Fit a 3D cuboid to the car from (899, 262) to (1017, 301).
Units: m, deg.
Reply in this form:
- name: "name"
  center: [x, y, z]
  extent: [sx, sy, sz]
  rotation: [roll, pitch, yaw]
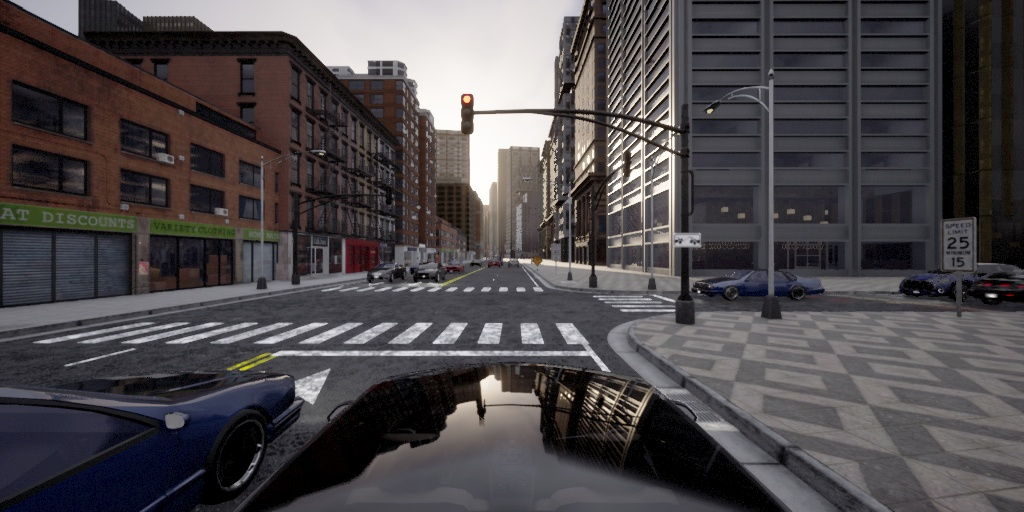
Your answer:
- name: "car"
  center: [21.330, 1.119, 16.907]
  extent: [4.553, 1.767, 2.097]
  rotation: [0, 0, 1]

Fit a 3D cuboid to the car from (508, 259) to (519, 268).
- name: "car"
  center: [0.295, 1.204, 61.235]
  extent: [2.128, 1.511, 4.902]
  rotation: [0, 0, 0]

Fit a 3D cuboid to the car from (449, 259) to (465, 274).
- name: "car"
  center: [-6.474, 1.333, 40.465]
  extent: [1.895, 1.301, 4.718]
  rotation: [0, 0, 0]

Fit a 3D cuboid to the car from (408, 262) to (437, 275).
- name: "car"
  center: [-9.729, 1.335, 39.191]
  extent: [1.895, 1.301, 4.718]
  rotation: [0, 0, 1]

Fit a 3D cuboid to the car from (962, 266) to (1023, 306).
- name: "car"
  center: [20.787, 1.268, 13.719]
  extent: [4.892, 1.490, 1.837]
  rotation: [0, 0, 1]

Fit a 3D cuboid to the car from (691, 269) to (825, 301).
- name: "car"
  center: [11.521, 1.310, 16.978]
  extent: [5.357, 1.411, 2.033]
  rotation: [0, 0, 1]

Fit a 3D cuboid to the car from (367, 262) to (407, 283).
- name: "car"
  center: [-9.763, 1.236, 28.277]
  extent: [2.128, 1.511, 4.902]
  rotation: [0, 0, 0]

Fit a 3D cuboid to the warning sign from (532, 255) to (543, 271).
- name: "warning sign"
  center: [2.982, 0.846, 42.117]
  extent: [1.300, 1.860, 1.060]
  rotation: [0, 0, 0]

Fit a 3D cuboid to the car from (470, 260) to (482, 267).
- name: "car"
  center: [-6.307, 1.312, 63.064]
  extent: [1.895, 1.301, 4.718]
  rotation: [0, 0, 0]

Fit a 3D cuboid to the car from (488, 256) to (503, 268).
- name: "car"
  center: [-2.959, 1.064, 61.618]
  extent: [2.097, 1.767, 4.553]
  rotation: [0, 0, 1]

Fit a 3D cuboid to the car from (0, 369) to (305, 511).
- name: "car"
  center: [-3.150, 1.297, 1.351]
  extent: [2.033, 1.411, 5.357]
  rotation: [0, 0, 0]

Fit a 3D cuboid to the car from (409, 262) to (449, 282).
- name: "car"
  center: [-6.524, 1.248, 28.717]
  extent: [1.837, 1.490, 4.892]
  rotation: [0, 0, -1]
